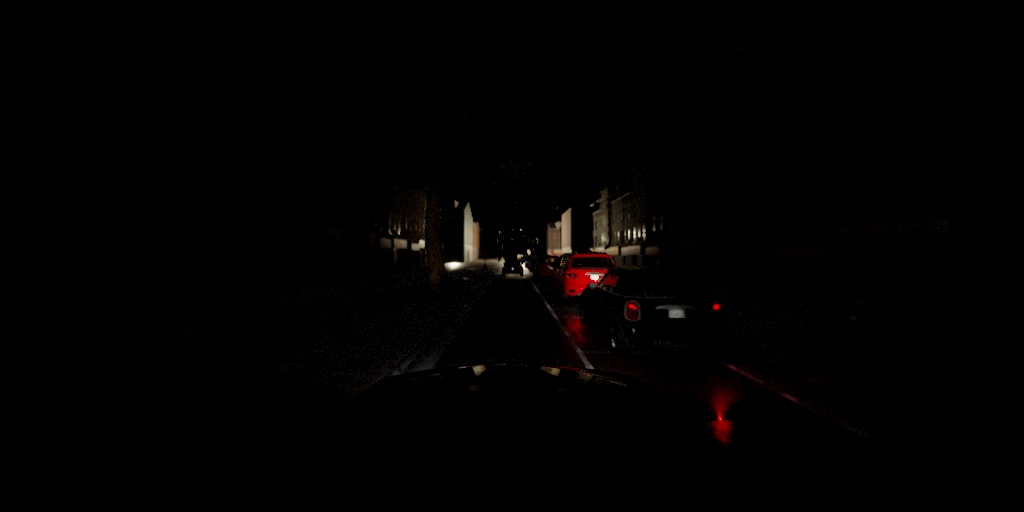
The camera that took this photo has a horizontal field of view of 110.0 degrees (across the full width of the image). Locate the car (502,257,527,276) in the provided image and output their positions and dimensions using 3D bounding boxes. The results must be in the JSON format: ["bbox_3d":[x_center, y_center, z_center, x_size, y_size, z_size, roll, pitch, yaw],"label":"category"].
[{"bbox_3d":[0.072,1.068,33.382,1.994,1.385,4.181,0,1,0],"label":"car"}]

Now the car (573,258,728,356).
[{"bbox_3d":[2.988,1.049,8.629,2.097,1.767,4.553,0,0,0],"label":"car"}]

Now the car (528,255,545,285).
[{"bbox_3d":[2.638,0.870,26.766,2.192,1.841,5.009,0,0,0],"label":"car"}]

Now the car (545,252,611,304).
[{"bbox_3d":[2.961,0.863,15.736,2.150,2.045,5.566,0,1,-1],"label":"car"}]

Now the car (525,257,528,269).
[{"bbox_3d":[2.638,1.014,37.848,1.888,1.381,4.507,0,0,0],"label":"car"}]

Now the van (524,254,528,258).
[{"bbox_3d":[2.638,0.766,43.388,1.690,1.789,3.998,0,0,0],"label":"van"}]

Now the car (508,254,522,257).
[{"bbox_3d":[0.066,0.731,49.390,2.097,1.767,4.553,0,0,0],"label":"car"}]
